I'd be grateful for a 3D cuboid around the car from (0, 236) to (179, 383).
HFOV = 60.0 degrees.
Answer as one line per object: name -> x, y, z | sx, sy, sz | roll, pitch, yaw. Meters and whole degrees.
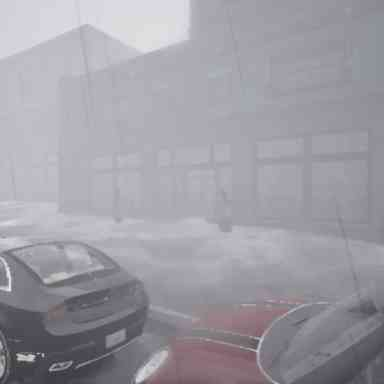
car -> -2.873, 1.465, 5.372 | 4.892, 1.521, 2.231 | 0, 0, 36
